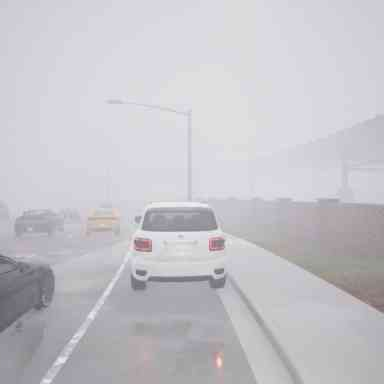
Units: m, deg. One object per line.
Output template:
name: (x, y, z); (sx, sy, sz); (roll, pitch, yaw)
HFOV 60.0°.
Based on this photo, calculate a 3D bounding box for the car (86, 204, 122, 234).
car: (-5.550, 1.772, 21.182); (1.882, 1.535, 5.008); (0, -1, -11)

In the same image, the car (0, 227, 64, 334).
car: (-3.617, 1.541, 4.878); (1.812, 1.442, 4.674); (0, 0, -3)

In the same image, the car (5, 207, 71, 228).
car: (-8.774, 1.752, 19.492); (2.128, 1.511, 4.902); (0, -1, -11)

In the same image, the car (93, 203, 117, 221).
car: (-9.257, 2.052, 35.141); (2.097, 1.767, 4.553); (0, -2, -19)

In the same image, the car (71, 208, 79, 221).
car: (-12.441, 2.281, 33.698); (1.895, 1.301, 4.718); (0, -2, -18)

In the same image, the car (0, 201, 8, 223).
car: (-19.665, 1.933, 32.997); (2.150, 2.045, 5.566); (0, -2, -18)

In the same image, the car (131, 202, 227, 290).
car: (-0.451, 1.278, 9.412); (2.150, 2.045, 5.566); (0, -1, -5)
